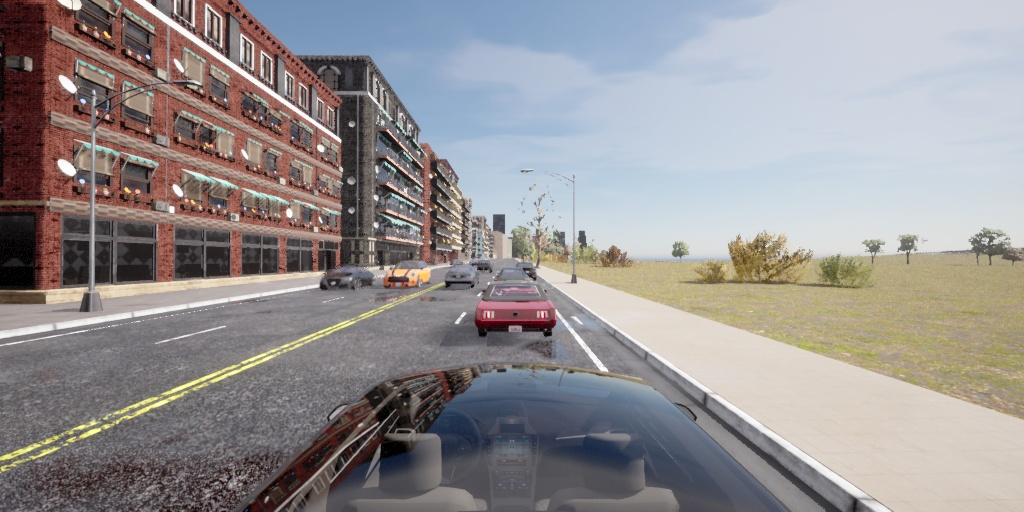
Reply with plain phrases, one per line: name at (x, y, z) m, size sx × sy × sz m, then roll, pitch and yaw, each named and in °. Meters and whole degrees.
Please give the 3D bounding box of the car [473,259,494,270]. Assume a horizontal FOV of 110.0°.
car at (-3.273, 1.253, 44.038) m, size 1.837 × 1.490 × 4.892 m, roll 0°, pitch -1°, yaw 0°

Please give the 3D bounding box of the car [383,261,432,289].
car at (-6.664, 1.105, 23.203) m, size 2.097 × 1.767 × 4.553 m, roll 0°, pitch 0°, yaw 0°

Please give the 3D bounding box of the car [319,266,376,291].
car at (-9.909, 1.317, 21.894) m, size 1.994 × 1.385 × 4.181 m, roll 0°, pitch 0°, yaw 0°

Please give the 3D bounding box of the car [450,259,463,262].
car at (-9.988, 1.242, 64.478) m, size 2.128 × 1.511 × 4.902 m, roll 0°, pitch 0°, yaw 0°

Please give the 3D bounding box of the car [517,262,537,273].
car at (1.053, 1.259, 30.306) m, size 1.837 × 1.490 × 4.892 m, roll 0°, pitch 0°, yaw 0°

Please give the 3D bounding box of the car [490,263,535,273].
car at (0.037, 1.317, 20.312) m, size 1.994 × 1.385 × 4.181 m, roll 0°, pitch 0°, yaw 0°

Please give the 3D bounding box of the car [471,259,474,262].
car at (-6.728, 1.299, 65.108) m, size 2.033 × 1.411 × 5.357 m, roll 0°, pitch 0°, yaw 0°

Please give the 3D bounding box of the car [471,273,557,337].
car at (0.076, 1.352, 10.282) m, size 1.895 × 1.301 × 4.718 m, roll 0°, pitch 0°, yaw 0°

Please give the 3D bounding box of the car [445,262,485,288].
car at (-3.216, 1.301, 23.893) m, size 2.033 × 1.411 × 5.357 m, roll 0°, pitch 0°, yaw 0°
